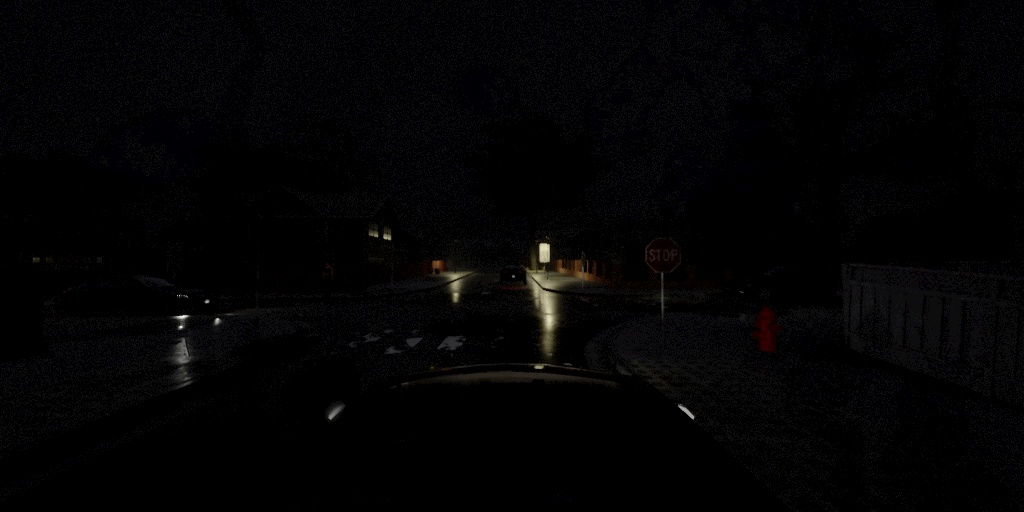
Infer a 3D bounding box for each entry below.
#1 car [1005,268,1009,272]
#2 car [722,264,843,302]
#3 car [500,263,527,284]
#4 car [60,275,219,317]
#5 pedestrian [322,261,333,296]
[{"bbox_3d":[21.694,1.024,15.435,4.892,1.490,1.837,-1,-2,1],"label":"car"},{"bbox_3d":[11.874,1.118,15.566,5.008,1.535,1.882,-1,-2,1],"label":"car"},{"bbox_3d":[0.102,1.286,27.576,1.882,1.535,5.008,0,0,0],"label":"car"},{"bbox_3d":[-13.303,1.394,12.924,4.674,1.442,1.812,-1,-2,0],"label":"car"},{"bbox_3d":[-9.669,1.162,18.767,0.375,1.860,0.375,0,-1,1],"label":"pedestrian"}]
